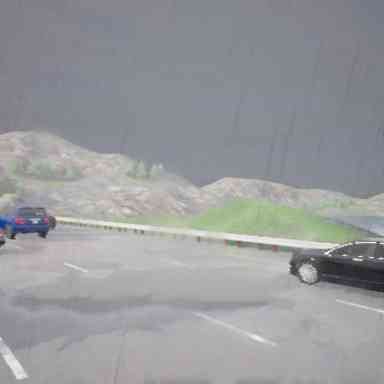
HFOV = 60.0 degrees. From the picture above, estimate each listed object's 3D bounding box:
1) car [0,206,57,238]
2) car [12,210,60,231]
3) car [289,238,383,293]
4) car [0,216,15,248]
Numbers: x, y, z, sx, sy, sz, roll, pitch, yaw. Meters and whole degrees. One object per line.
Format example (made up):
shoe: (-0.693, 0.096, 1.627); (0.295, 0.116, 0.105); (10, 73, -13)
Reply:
car: (-11.263, 1.898, 21.666); (5.566, 2.045, 2.150); (-1, -3, 44)
car: (-13.420, 2.390, 28.428); (5.008, 1.535, 1.882); (-1, -3, 42)
car: (5.069, 2.038, 9.280); (1.837, 1.490, 4.892); (3, -3, -40)
car: (-10.758, 2.004, 16.279); (2.033, 1.411, 5.357); (4, -3, -44)
